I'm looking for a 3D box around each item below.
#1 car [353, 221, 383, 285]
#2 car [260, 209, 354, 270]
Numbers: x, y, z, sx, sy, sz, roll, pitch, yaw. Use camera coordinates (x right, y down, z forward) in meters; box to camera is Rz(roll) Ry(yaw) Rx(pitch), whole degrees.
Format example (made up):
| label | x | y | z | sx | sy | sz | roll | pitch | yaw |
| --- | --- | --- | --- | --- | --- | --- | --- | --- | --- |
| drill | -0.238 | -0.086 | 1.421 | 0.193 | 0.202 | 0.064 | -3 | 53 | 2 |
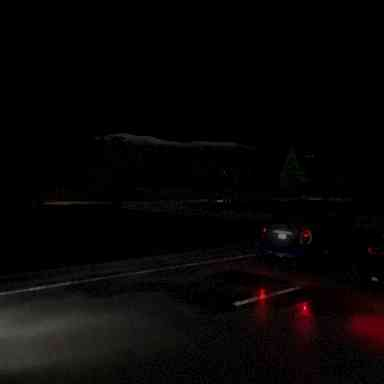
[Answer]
| label | x | y | z | sx | sy | sz | roll | pitch | yaw |
| --- | --- | --- | --- | --- | --- | --- | --- | --- | --- |
| car | 6.286 | 1.475 | 8.231 | 5.008 | 1.535 | 1.882 | 0 | 0 | -36 |
| car | 4.440 | 1.350 | 11.215 | 4.553 | 1.767 | 2.097 | 0 | 0 | -35 |
